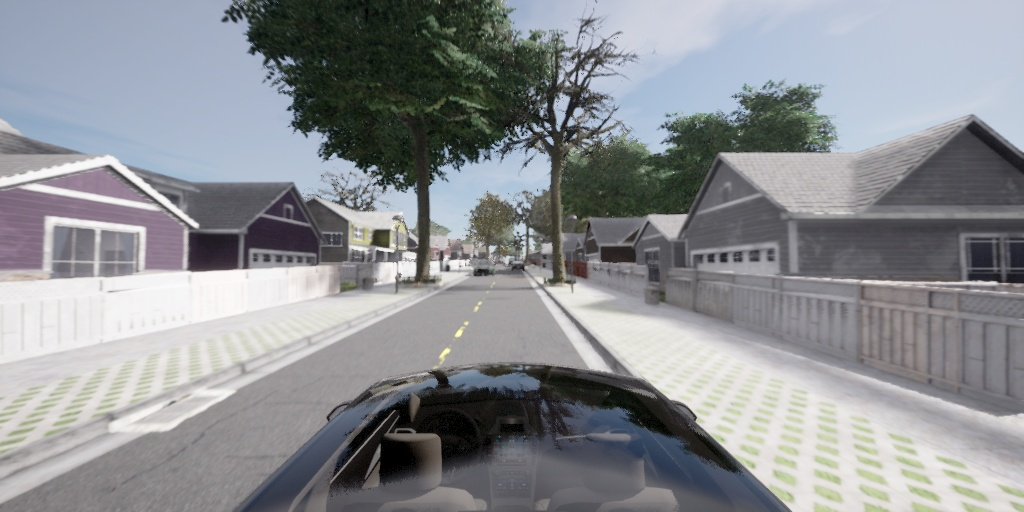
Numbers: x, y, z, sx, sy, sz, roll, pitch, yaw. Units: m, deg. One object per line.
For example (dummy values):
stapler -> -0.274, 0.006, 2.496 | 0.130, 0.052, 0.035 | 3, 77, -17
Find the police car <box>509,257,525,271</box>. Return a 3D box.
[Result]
police car -> 0.863, 1.339, 51.800 | 1.930, 1.638, 5.238 | 0, 0, 0

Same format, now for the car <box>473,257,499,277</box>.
car -> -2.813, 1.194, 37.286 | 2.097, 1.767, 4.553 | 0, 0, 0
